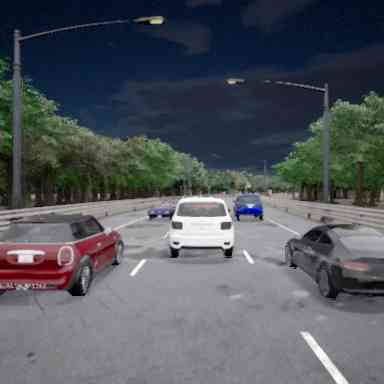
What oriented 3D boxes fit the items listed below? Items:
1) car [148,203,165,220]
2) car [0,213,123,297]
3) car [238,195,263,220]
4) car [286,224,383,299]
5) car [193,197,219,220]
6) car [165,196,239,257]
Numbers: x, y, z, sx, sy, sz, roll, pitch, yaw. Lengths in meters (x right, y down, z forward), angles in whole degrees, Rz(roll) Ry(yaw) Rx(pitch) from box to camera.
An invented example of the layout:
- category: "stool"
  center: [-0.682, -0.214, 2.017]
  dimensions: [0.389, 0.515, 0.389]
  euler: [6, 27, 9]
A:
- category: "car"
  center: [-2.339, 1.608, 27.953]
  dimensions: [1.895, 1.301, 4.718]
  euler: [0, 0, 4]
- category: "car"
  center: [-3.268, 1.351, 8.766]
  dimensions: [2.097, 1.767, 4.553]
  euler: [0, 0, 1]
- category: "car"
  center: [4.702, 1.236, 28.286]
  dimensions: [2.150, 2.045, 5.566]
  euler: [0, 0, 4]
- category: "car"
  center: [3.723, 1.530, 8.310]
  dimensions: [1.812, 1.442, 4.674]
  euler: [0, 0, 2]
- category: "car"
  center: [1.268, 1.363, 29.139]
  dimensions: [2.097, 1.767, 4.553]
  euler: [0, 0, 4]
- category: "car"
  center: [0.373, 1.226, 13.098]
  dimensions: [2.150, 2.045, 5.566]
  euler: [0, 0, 2]
